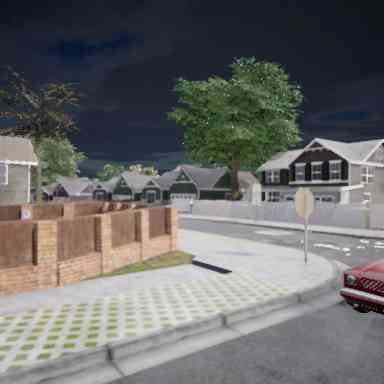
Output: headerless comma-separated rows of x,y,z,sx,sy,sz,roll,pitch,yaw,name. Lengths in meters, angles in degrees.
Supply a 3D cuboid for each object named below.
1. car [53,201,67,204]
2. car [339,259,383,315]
-18.811,2.083,47.445,1.882,1.535,5.008,1,-2,-42,car
4.936,1.587,6.473,4.718,1.301,1.895,-1,0,-35,car
